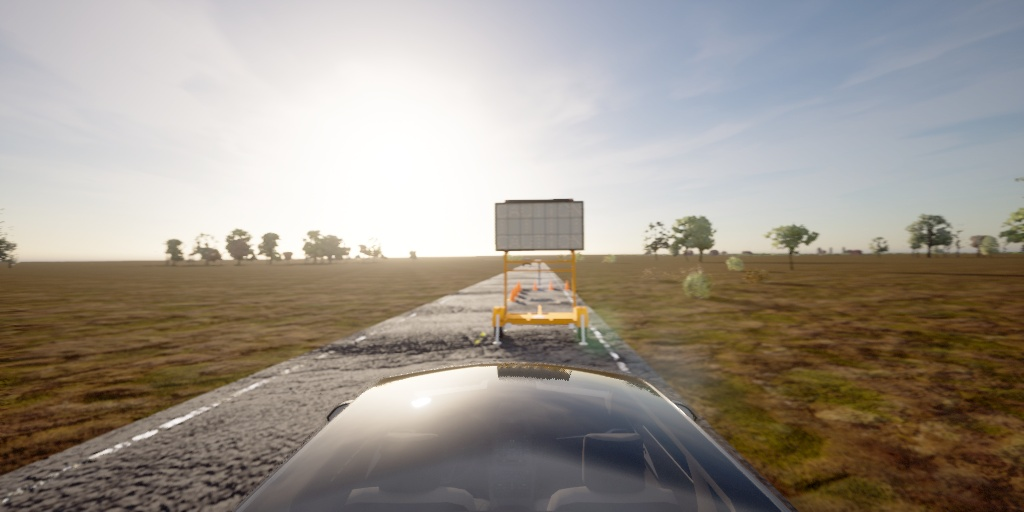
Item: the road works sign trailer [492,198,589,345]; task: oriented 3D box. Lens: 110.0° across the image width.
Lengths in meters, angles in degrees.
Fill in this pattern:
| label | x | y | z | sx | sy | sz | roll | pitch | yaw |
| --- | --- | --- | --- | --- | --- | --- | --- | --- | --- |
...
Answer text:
| label | x | y | z | sx | sy | sz | roll | pitch | yaw |
| --- | --- | --- | --- | --- | --- | --- | --- | --- | --- |
| road works sign trailer | 0.757 | 0.272 | 9.711 | 2.380 | 3.560 | 2.880 | 0 | 0 | 4 |
